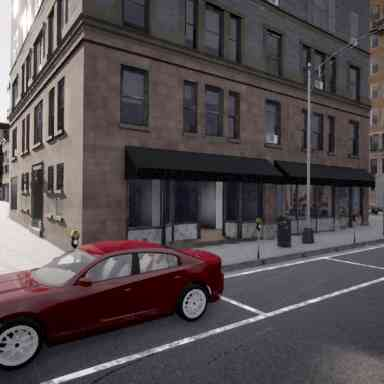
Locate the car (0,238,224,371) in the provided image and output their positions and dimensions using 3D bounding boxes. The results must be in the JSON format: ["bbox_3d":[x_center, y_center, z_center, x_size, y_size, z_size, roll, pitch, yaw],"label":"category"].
[{"bbox_3d":[-1.490,1.545,5.690,4.507,1.381,1.887,0,1,-35],"label":"car"}]

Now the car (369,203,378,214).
[{"bbox_3d":[14.143,1.363,30.824,1.812,1.442,4.674,1,0,-33],"label":"car"}]

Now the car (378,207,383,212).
[{"bbox_3d":[16.400,1.370,33.254,1.837,1.490,4.892,1,0,-35],"label":"car"}]
